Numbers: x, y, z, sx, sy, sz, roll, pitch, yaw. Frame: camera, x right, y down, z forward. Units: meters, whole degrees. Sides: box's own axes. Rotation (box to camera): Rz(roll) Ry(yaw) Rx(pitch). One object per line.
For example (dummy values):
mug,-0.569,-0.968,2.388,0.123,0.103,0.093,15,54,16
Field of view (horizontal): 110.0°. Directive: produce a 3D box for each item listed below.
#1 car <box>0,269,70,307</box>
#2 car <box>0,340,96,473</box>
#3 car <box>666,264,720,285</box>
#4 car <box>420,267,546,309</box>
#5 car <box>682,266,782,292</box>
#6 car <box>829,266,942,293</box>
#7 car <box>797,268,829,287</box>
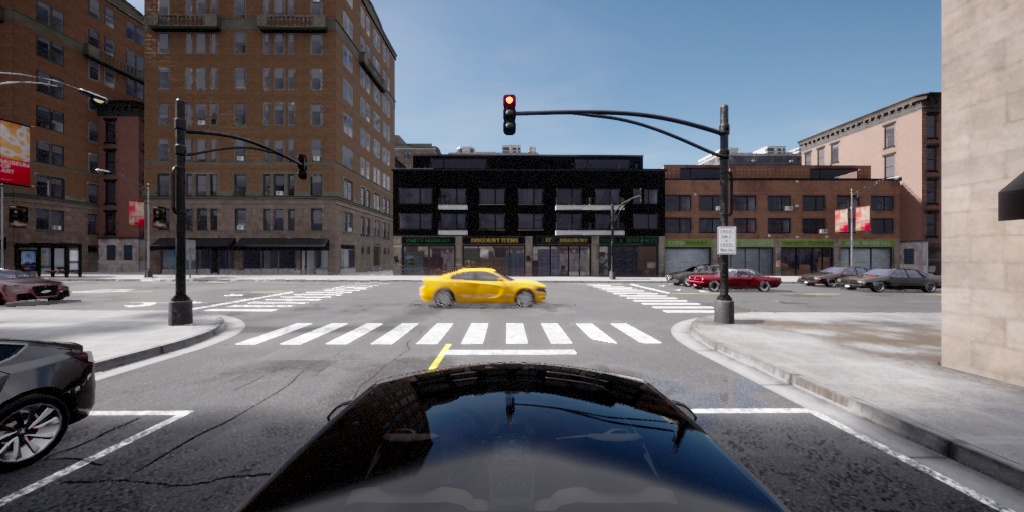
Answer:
car,-20.495,1.223,14.214,4.181,1.385,1.994,0,0,-1
car,-5.388,1.316,2.113,1.948,1.339,4.313,0,0,0
car,13.170,1.329,24.605,4.892,1.490,1.837,0,0,-1
car,-1.135,1.229,14.465,5.008,1.535,1.882,0,0,-1
car,13.079,1.424,21.355,4.718,1.301,1.895,0,0,-1
car,22.726,1.421,21.479,5.357,1.411,2.033,0,0,-1
car,22.914,1.422,24.735,5.357,1.411,2.033,0,0,-1
